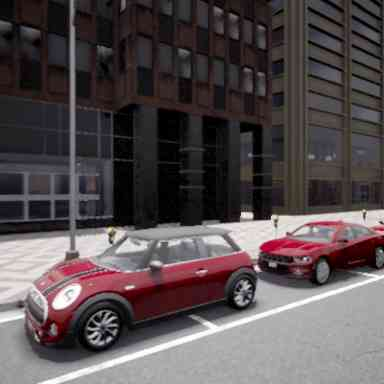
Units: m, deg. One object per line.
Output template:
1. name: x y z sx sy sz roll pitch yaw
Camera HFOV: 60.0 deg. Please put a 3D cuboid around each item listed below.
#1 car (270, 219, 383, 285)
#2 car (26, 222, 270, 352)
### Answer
1. car: 3.789 1.500 9.350 4.507 1.381 1.887 0 0 -36
2. car: -0.771 1.425 6.095 4.097 1.590 1.967 0 0 -36
